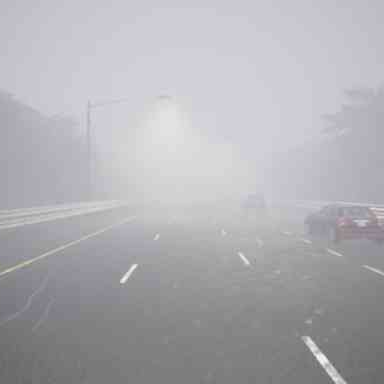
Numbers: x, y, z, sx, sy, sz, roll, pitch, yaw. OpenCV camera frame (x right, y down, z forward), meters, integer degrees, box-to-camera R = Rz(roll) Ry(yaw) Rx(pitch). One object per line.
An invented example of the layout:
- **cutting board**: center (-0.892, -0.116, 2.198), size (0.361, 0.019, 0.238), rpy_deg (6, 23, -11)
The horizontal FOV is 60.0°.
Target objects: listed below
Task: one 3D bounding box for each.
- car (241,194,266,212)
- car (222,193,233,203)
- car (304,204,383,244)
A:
- **car**: center (7.093, 1.226, 38.873), size (2.150, 2.045, 5.566), rpy_deg (0, 0, 0)
- **car**: center (7.272, 1.461, 68.165), size (1.882, 1.535, 5.008), rpy_deg (0, 0, 0)
- **car**: center (7.018, 1.354, 15.850), size (2.097, 1.767, 4.553), rpy_deg (0, 0, 0)
